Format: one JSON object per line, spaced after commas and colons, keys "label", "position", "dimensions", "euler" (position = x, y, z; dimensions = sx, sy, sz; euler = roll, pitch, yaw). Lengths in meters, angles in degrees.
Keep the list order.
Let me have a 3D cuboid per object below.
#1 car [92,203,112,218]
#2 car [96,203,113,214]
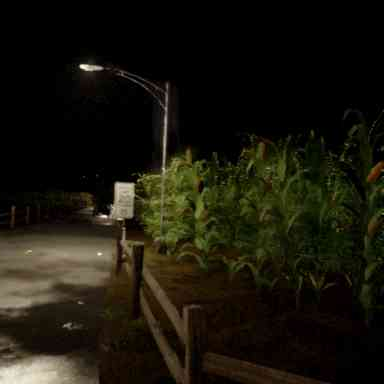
{"label": "car", "position": [-10.701, 2.215, 39.431], "dimensions": [1.837, 1.490, 4.892], "euler": [3, -2, -12]}
{"label": "car", "position": [-13.009, 2.413, 49.847], "dimensions": [2.128, 1.511, 4.902], "euler": [3, -2, -12]}
